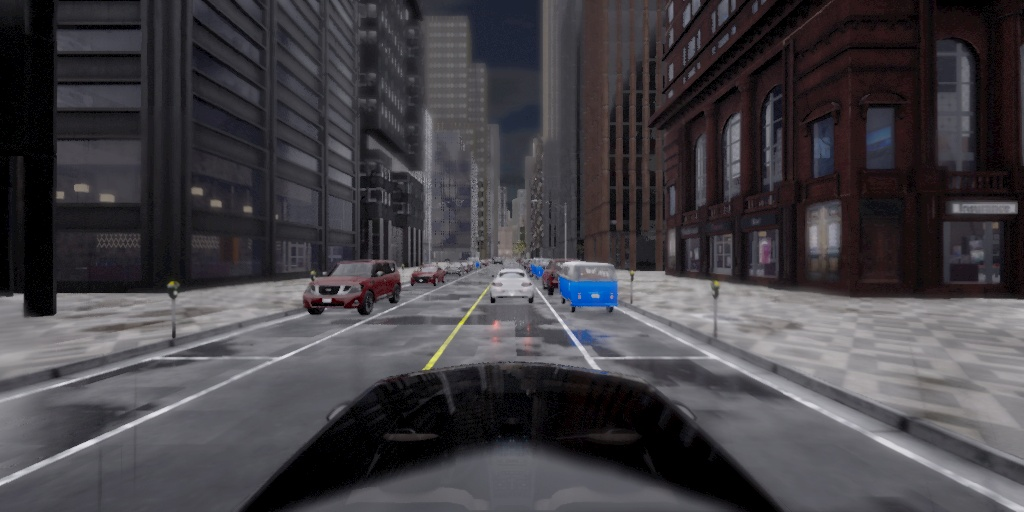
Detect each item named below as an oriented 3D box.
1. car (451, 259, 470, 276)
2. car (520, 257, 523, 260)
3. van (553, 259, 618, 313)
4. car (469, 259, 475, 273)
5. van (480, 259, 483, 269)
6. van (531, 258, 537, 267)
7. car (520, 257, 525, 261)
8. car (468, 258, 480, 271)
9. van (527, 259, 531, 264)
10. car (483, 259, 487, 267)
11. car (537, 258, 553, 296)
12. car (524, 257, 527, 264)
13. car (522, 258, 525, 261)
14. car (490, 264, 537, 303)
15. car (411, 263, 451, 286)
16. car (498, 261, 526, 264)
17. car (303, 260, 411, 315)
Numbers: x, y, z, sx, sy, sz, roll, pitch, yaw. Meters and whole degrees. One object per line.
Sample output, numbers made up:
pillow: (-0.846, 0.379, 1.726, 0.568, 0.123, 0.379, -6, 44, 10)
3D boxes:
car: (-5.762, 1.311, 36.226, 2.007, 1.370, 4.403, 0, 0, 0)
car: (2.763, 1.315, 64.595, 1.751, 1.417, 4.829, 0, 0, 0)
van: (2.763, 1.090, 13.697, 1.690, 1.789, 3.998, 0, 0, 0)
car: (-5.762, 1.347, 41.863, 1.802, 1.307, 4.207, 0, 0, 0)
van: (-5.762, 1.117, 53.135, 1.690, 1.789, 3.998, 0, 0, 0)
van: (2.763, 1.098, 30.606, 1.690, 1.789, 3.998, 0, 0, 0)
car: (2.763, 1.348, 58.788, 1.948, 1.339, 4.313, 0, 0, 0)
car: (-5.762, 1.320, 47.499, 2.007, 1.370, 4.403, 0, 0, 0)
van: (2.763, 1.102, 36.242, 1.690, 1.789, 3.998, 0, 0, 0)
car: (-5.762, 1.333, 58.771, 2.007, 1.370, 4.403, 0, 0, 0)
car: (2.763, 1.066, 19.333, 2.192, 1.841, 5.009, 0, 0, 0)
car: (2.763, 1.205, 41.878, 1.967, 1.591, 4.097, 0, 0, 0)
car: (2.763, 1.358, 53.151, 1.802, 1.307, 4.207, 0, 0, 0)
car: (0.000, 1.284, 16.499, 1.812, 1.442, 4.674, 0, 0, 0)
car: (-5.762, 1.299, 24.954, 1.888, 1.381, 4.507, 0, 0, 0)
car: (0.000, 1.375, 31.530, 1.895, 1.301, 4.718, 0, 0, 0)
car: (-5.762, 1.064, 13.682, 2.192, 1.841, 5.009, 0, 0, 0)
